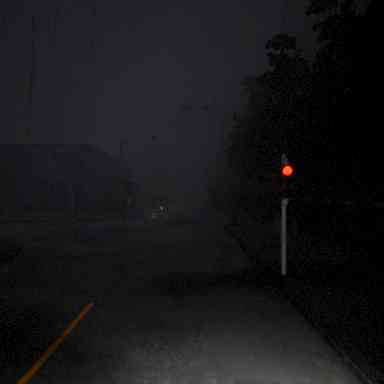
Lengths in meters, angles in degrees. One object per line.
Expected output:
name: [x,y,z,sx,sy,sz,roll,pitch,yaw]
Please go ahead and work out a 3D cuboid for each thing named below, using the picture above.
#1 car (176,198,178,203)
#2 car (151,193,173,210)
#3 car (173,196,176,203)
car: [-3.962,1.526,67.884,1.812,1.442,4.674,0,0,1]
car: [-4.065,1.221,43.928,2.150,2.045,5.566,0,0,0]
car: [-4.048,1.505,53.847,1.837,1.490,4.892,0,0,0]
